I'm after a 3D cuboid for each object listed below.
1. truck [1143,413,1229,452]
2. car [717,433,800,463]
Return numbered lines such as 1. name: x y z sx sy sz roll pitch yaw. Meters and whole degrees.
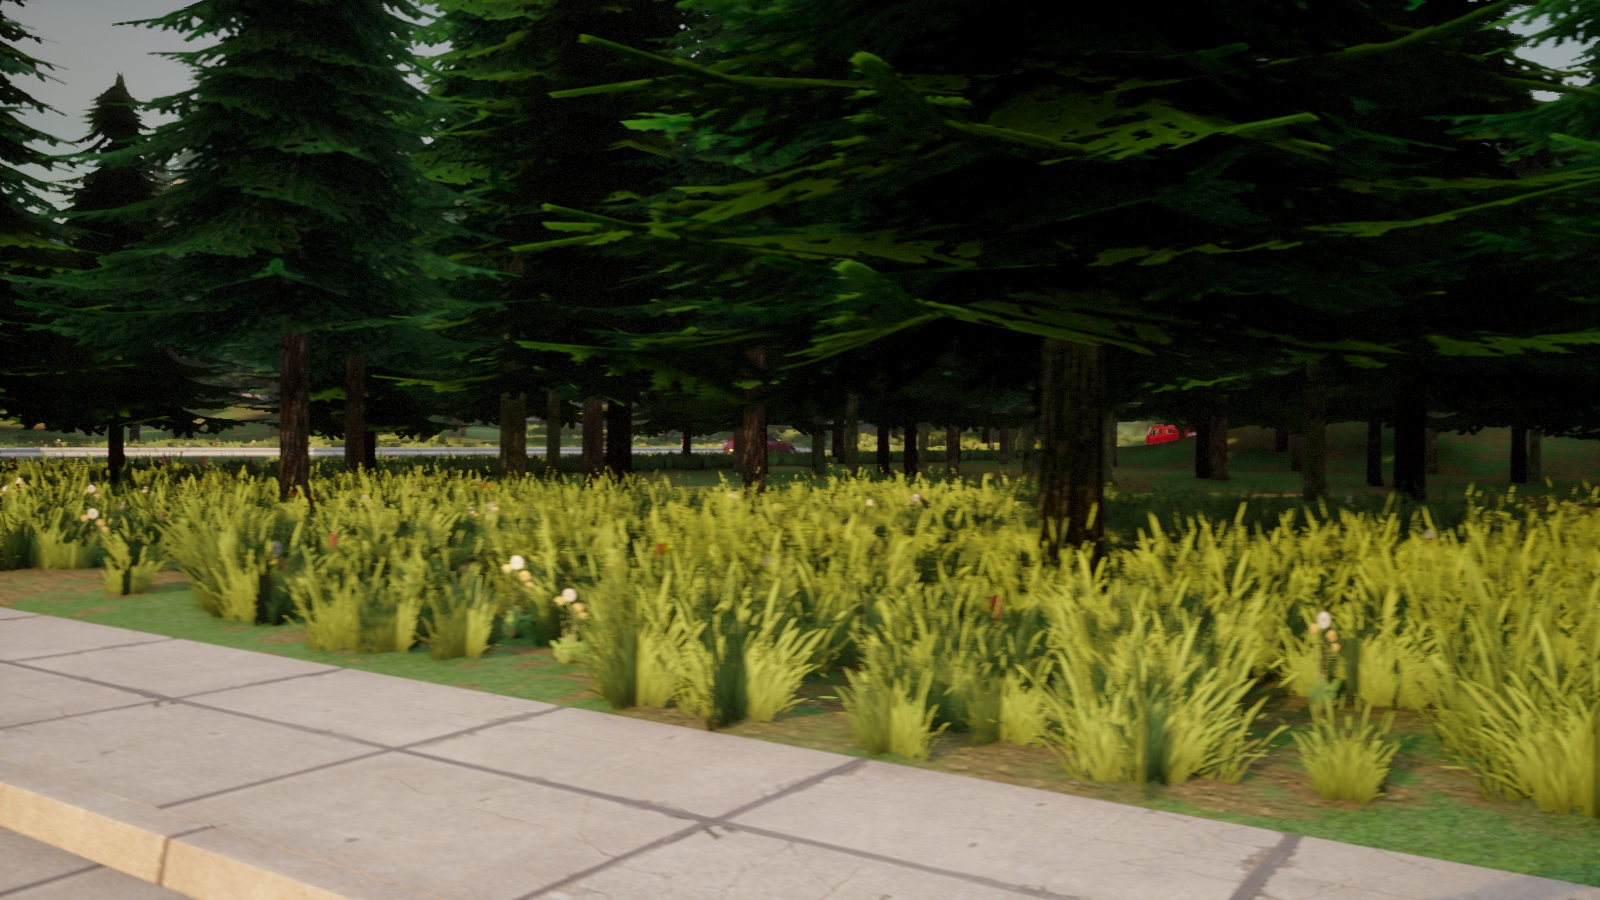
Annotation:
1. truck: 25.832 -1.166 84.158 5.204 2.467 2.627 0 1 10
2. car: -2.061 -0.130 64.391 1.812 1.442 4.674 0 1 35
